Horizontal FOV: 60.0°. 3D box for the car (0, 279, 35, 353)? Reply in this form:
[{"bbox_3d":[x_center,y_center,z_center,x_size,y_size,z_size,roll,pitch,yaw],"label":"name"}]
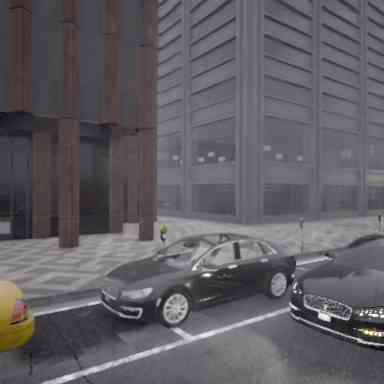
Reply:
[{"bbox_3d":[-4.370,1.515,3.522,4.829,1.417,1.752,0,0,-36],"label":"car"}]

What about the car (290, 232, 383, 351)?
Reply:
[{"bbox_3d":[3.857,1.546,6.159,4.892,1.490,1.837,0,0,-36],"label":"car"}]

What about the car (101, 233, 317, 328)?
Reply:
[{"bbox_3d":[0.342,1.577,6.913,4.403,1.369,2.008,0,0,-36],"label":"car"}]
